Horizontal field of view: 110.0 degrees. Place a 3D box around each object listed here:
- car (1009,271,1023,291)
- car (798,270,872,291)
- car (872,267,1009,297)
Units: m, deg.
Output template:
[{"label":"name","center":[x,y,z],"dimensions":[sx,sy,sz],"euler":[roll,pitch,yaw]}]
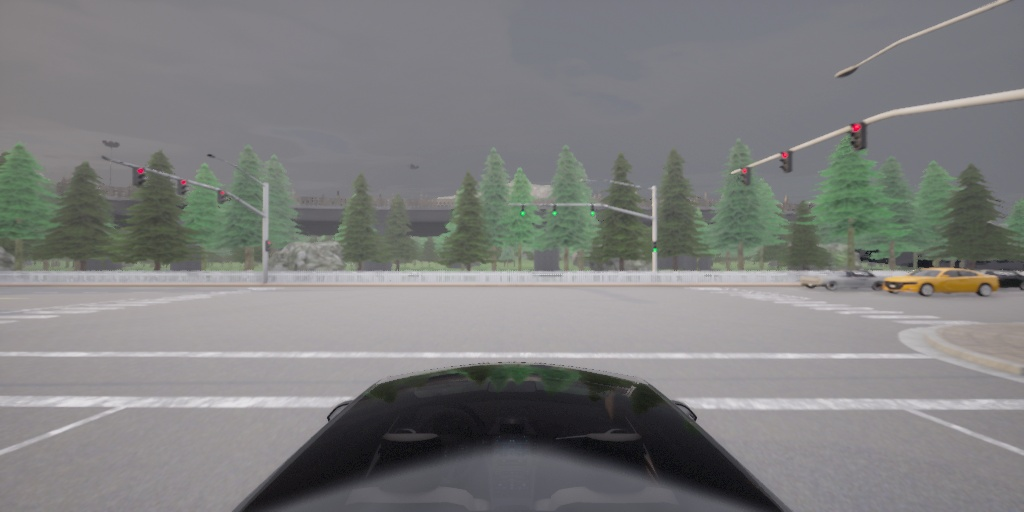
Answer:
[{"label":"car","center":[30.830,1.568,23.328],"dimensions":[4.718,1.301,1.895],"euler":[0,-1,2]},{"label":"car","center":[21.661,1.569,23.420],"dimensions":[4.718,1.301,1.895],"euler":[0,-1,0]},{"label":"car","center":[23.619,1.402,19.902],"dimensions":[5.008,1.535,1.882],"euler":[0,-1,0]}]
